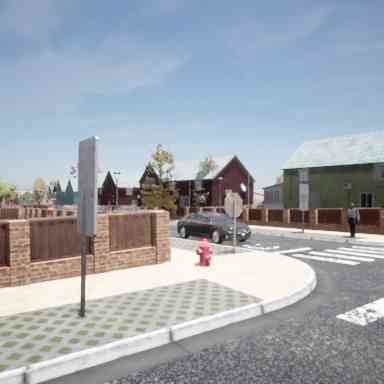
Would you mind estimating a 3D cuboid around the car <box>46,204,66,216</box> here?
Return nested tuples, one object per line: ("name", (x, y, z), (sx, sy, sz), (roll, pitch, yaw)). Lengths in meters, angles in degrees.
("car", (-23.018, 2.995, 56.052), (2.097, 1.767, 4.553), (1, -2, -36))

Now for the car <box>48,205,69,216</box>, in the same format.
("car", (-16.565, 2.667, 42.174), (1.837, 1.490, 4.892), (1, -2, -35))

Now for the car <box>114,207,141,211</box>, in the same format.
("car", (-4.681, 1.946, 25.661), (2.097, 1.767, 4.553), (1, -2, -36))

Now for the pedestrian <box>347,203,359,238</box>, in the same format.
("pedestrian", (8.448, 1.463, 17.506), (0.375, 1.860, 0.375), (0, 0, -36))

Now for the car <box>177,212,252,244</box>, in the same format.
("car", (1.038, 1.827, 17.704), (1.837, 1.490, 4.892), (1, -2, -35))
